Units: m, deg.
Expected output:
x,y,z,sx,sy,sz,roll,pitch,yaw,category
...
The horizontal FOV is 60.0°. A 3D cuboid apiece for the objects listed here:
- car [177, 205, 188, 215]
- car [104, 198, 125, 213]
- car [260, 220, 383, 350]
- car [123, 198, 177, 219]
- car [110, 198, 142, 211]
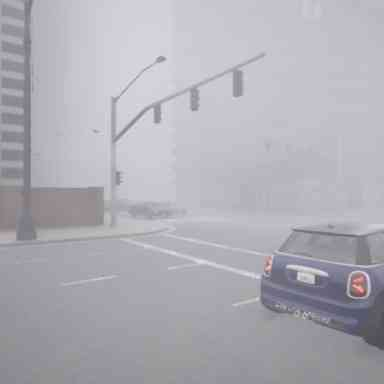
x,y,z,sx,sy,sz,roll,pitch,yaw,category
-2.353,1.635,33.572,1.895,1.301,4.718,0,0,-36,car
-9.855,1.532,38.009,1.837,1.490,4.892,0,0,-36,car
3.447,1.365,6.520,4.553,1.767,2.097,0,0,-38,car
-3.870,1.574,29.691,2.033,1.411,5.357,0,0,-36,car
-8.378,1.525,41.954,2.128,1.511,4.902,0,0,-36,car
